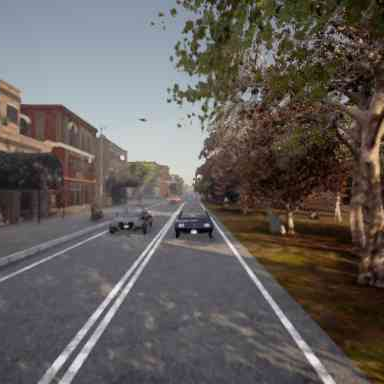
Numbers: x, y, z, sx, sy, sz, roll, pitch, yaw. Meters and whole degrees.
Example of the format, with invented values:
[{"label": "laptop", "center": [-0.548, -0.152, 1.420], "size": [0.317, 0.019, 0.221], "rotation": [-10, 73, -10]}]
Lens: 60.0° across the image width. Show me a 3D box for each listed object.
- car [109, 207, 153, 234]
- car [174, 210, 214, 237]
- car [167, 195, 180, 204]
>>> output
[{"label": "car", "center": [-3.351, 1.563, 18.902], "size": [1.994, 1.385, 4.181], "rotation": [0, 0, 0]}, {"label": "car", "center": [0.098, 1.600, 17.933], "size": [1.895, 1.301, 4.718], "rotation": [0, 0, 0]}, {"label": "car", "center": [-3.288, 1.331, 60.490], "size": [2.097, 1.767, 4.553], "rotation": [0, 0, 1]}]
